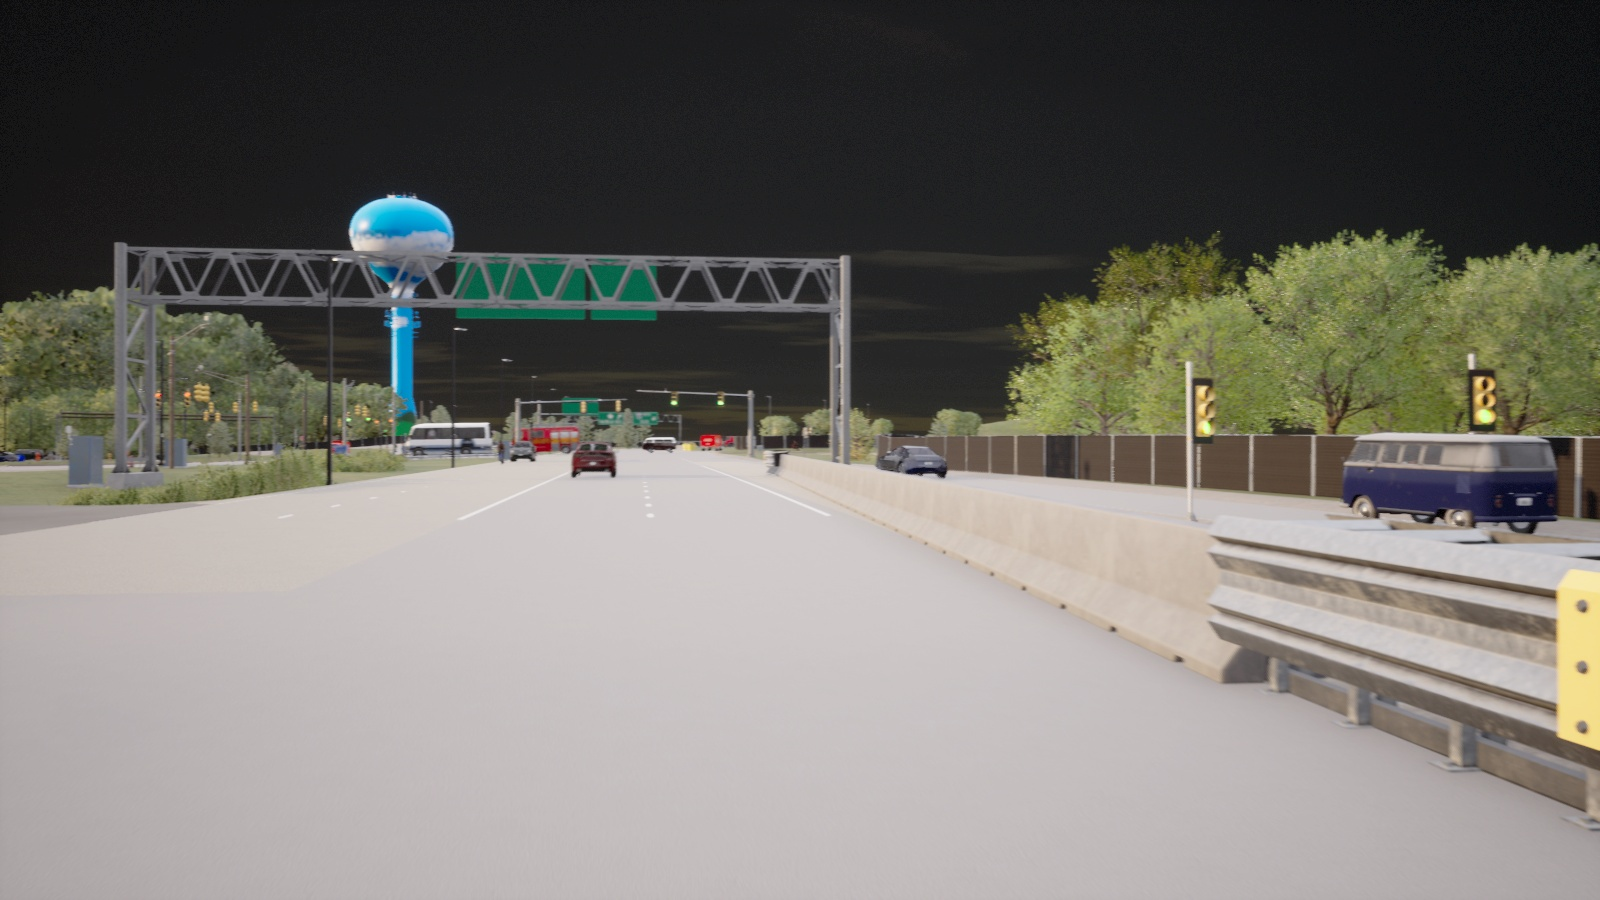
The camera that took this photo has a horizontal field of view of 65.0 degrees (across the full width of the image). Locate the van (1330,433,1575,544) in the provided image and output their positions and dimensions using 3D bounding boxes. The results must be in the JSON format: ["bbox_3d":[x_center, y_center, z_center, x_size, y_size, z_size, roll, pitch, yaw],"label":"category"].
[{"bbox_3d":[12.901,0.671,25.184,1.775,1.987,4.442,0,1,-15],"label":"van"}]

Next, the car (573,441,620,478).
[{"bbox_3d":[-8.898,0.384,55.241,1.882,1.535,5.008,0,0,-7],"label":"car"}]

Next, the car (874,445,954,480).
[{"bbox_3d":[4.802,0.489,53.443,1.994,1.385,4.181,0,1,-16],"label":"car"}]
